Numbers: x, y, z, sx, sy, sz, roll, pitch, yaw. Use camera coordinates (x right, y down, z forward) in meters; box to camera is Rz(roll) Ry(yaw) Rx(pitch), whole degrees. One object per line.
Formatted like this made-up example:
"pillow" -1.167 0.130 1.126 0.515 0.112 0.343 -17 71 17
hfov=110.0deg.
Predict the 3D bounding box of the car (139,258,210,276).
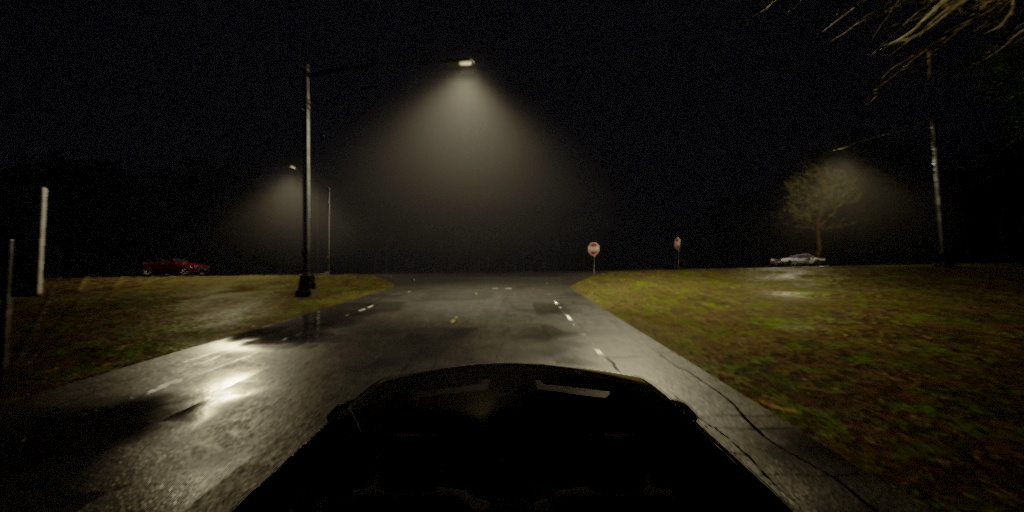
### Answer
"car" -28.123 0.898 29.992 5.008 1.535 1.882 -1 -2 1

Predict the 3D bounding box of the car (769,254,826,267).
"car" 29.662 0.470 37.343 4.718 1.301 1.895 -1 -2 -1
